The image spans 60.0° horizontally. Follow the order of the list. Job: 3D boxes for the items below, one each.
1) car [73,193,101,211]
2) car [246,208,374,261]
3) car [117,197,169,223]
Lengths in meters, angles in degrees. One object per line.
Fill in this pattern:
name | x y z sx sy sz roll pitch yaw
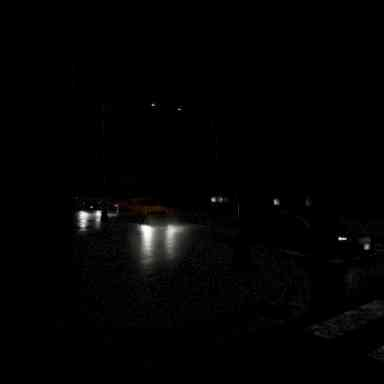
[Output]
car | -10.551 1.061 32.595 1.895 1.301 4.718 0 1 -35
car | 3.888 1.362 12.080 2.128 1.511 4.902 0 1 -35
car | -3.395 1.144 22.416 1.882 1.535 5.008 0 2 -35
